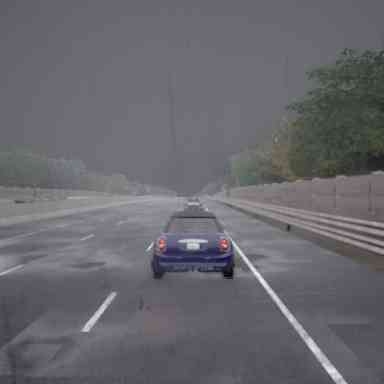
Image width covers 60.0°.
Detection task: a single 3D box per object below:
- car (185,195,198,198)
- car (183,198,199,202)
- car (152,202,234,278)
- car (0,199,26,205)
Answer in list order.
[{"bbox_3d":[0.251,1.384,59.397,2.097,1.767,4.553,0,0,0],"label":"car"},{"bbox_3d":[0.131,1.550,32.079,1.812,1.442,4.674,0,0,0],"label":"car"},{"bbox_3d":[0.039,1.360,10.328,2.097,1.767,4.553,0,0,0],"label":"car"},{"bbox_3d":[-17.446,1.473,31.730,1.882,1.535,5.008,0,0,1],"label":"car"}]
